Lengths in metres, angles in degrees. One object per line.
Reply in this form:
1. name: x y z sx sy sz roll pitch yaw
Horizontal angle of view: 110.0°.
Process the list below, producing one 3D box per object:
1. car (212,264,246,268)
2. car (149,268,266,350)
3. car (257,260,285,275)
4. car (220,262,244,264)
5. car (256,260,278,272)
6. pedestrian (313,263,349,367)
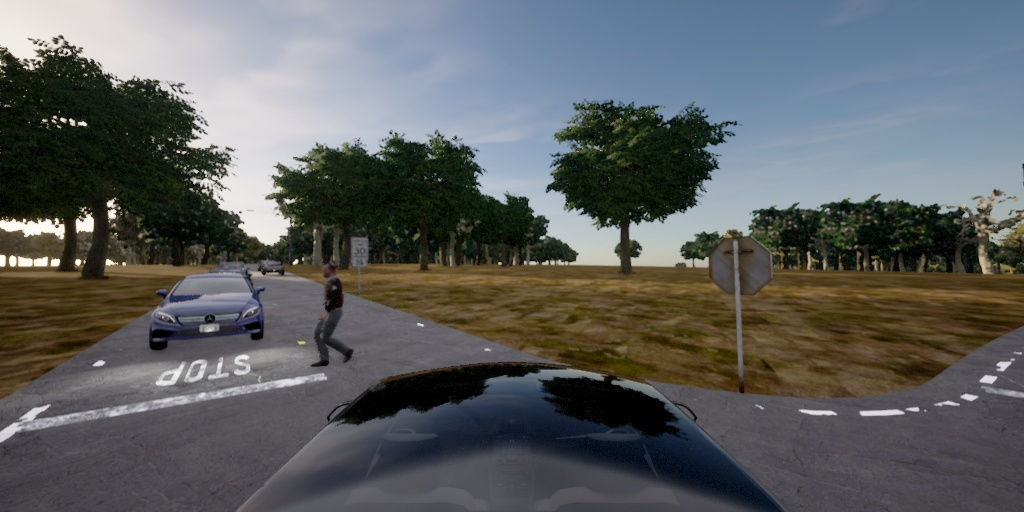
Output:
1. car: -12.860 1.214 16.147 1.994 1.385 4.181 1 -1 -37
2. car: -7.347 1.158 8.878 1.812 1.442 4.674 1 -1 -38
3. car: -25.213 1.239 37.775 2.128 1.511 4.902 1 -1 -37
4. car: -19.466 1.160 24.895 2.128 1.511 4.902 2 -1 -37
5. car: -31.515 1.250 46.098 2.128 1.511 4.902 1 -1 -37
6. pedestrian: -3.111 0.948 6.223 0.375 1.860 0.375 4 -5 -37
